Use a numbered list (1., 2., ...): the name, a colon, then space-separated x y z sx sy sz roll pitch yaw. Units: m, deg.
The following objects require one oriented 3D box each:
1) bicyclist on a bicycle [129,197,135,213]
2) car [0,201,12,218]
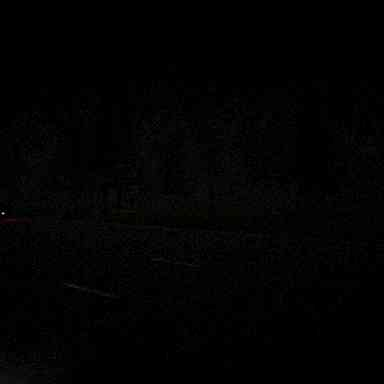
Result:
1. bicyclist on a bicycle: -5.945 1.308 33.170 0.582 1.620 1.656 0 -2 -23
2. car: -17.486 1.501 28.794 4.892 1.490 1.837 0 0 35
